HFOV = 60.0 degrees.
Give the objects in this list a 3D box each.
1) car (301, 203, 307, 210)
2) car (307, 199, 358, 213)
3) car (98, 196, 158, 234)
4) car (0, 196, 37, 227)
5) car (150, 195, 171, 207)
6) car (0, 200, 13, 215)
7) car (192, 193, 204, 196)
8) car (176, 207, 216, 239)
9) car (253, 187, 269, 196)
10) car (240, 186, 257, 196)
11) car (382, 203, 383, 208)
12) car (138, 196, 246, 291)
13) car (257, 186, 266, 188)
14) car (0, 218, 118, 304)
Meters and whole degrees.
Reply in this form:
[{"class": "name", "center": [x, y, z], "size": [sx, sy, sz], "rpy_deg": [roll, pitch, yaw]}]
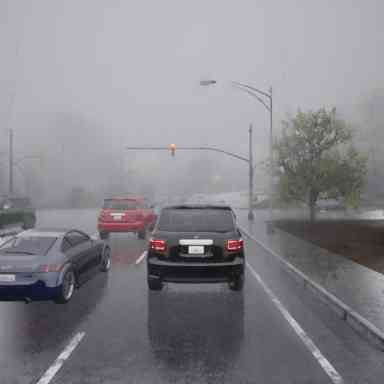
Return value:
[{"class": "car", "center": [16.072, 1.549, 41.056], "size": [4.902, 1.511, 2.128], "rpy_deg": [-1, 0, 3]}, {"class": "car", "center": [15.967, 1.646, 37.556], "size": [4.718, 1.301, 1.895], "rpy_deg": [-1, 0, 3]}, {"class": "car", "center": [-3.287, 1.260, 17.613], "size": [2.150, 2.045, 5.566], "rpy_deg": [0, 0, 1]}, {"class": "car", "center": [-10.474, 1.260, 17.746], "size": [2.150, 2.045, 5.566], "rpy_deg": [0, 0, 2]}, {"class": "car", "center": [-5.391, 1.467, 56.892], "size": [2.097, 1.767, 4.553], "rpy_deg": [0, 1, 16]}, {"class": "car", "center": [-22.438, 1.741, 36.034], "size": [4.902, 1.511, 2.128], "rpy_deg": [-1, 0, 2]}, {"class": "car", "center": [1.321, 1.058, 75.548], "size": [2.128, 1.511, 4.902], "rpy_deg": [0, 2, 23]}, {"class": "car", "center": [0.244, 1.605, 18.443], "size": [1.994, 1.385, 4.181], "rpy_deg": [0, 0, 2]}, {"class": "car", "center": [17.511, 0.264, 83.616], "size": [1.895, 1.301, 4.718], "rpy_deg": [0, 3, 33]}, {"class": "car", "center": [13.942, 0.093, 84.488], "size": [2.097, 1.767, 4.553], "rpy_deg": [0, 3, 33]}, {"class": "car", "center": [25.866, 1.350, 40.497], "size": [4.892, 1.490, 1.837], "rpy_deg": [-2, 0, 3]}, {"class": "car", "center": [0.100, 1.234, 9.215], "size": [2.150, 2.045, 5.566], "rpy_deg": [0, 0, 0]}, {"class": "car", "center": [19.620, -0.763, 93.023], "size": [2.150, 2.045, 5.566], "rpy_deg": [0, 3, 37]}, {"class": "car", "center": [-3.408, 1.574, 8.211], "size": [1.994, 1.385, 4.181], "rpy_deg": [0, 0, 2]}]
